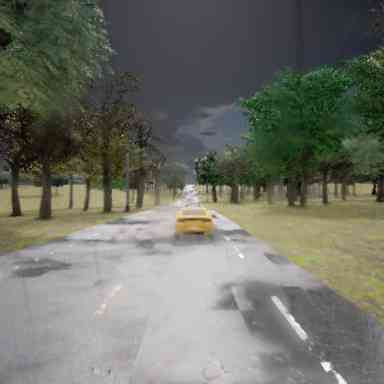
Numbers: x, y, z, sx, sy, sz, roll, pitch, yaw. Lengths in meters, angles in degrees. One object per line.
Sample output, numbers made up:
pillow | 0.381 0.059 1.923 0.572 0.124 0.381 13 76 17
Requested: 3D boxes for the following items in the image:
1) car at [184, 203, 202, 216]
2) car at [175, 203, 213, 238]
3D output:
car | 0.105 1.938 37.727 1.895 1.301 4.718 0 -1 0
car | 0.102 1.552 18.113 1.882 1.535 5.008 0 0 0
